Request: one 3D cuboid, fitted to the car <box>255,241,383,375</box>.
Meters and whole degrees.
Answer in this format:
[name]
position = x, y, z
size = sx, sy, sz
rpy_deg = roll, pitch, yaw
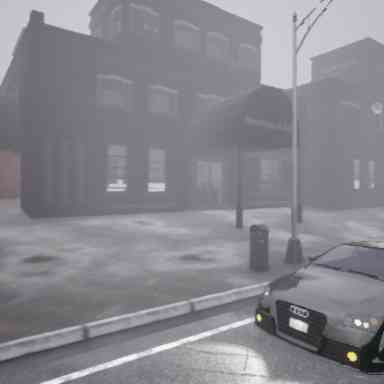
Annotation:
[car]
position = 3.022, 1.565, 5.534
size = 4.181, 1.385, 1.994
rpy_deg = 0, 0, -35
